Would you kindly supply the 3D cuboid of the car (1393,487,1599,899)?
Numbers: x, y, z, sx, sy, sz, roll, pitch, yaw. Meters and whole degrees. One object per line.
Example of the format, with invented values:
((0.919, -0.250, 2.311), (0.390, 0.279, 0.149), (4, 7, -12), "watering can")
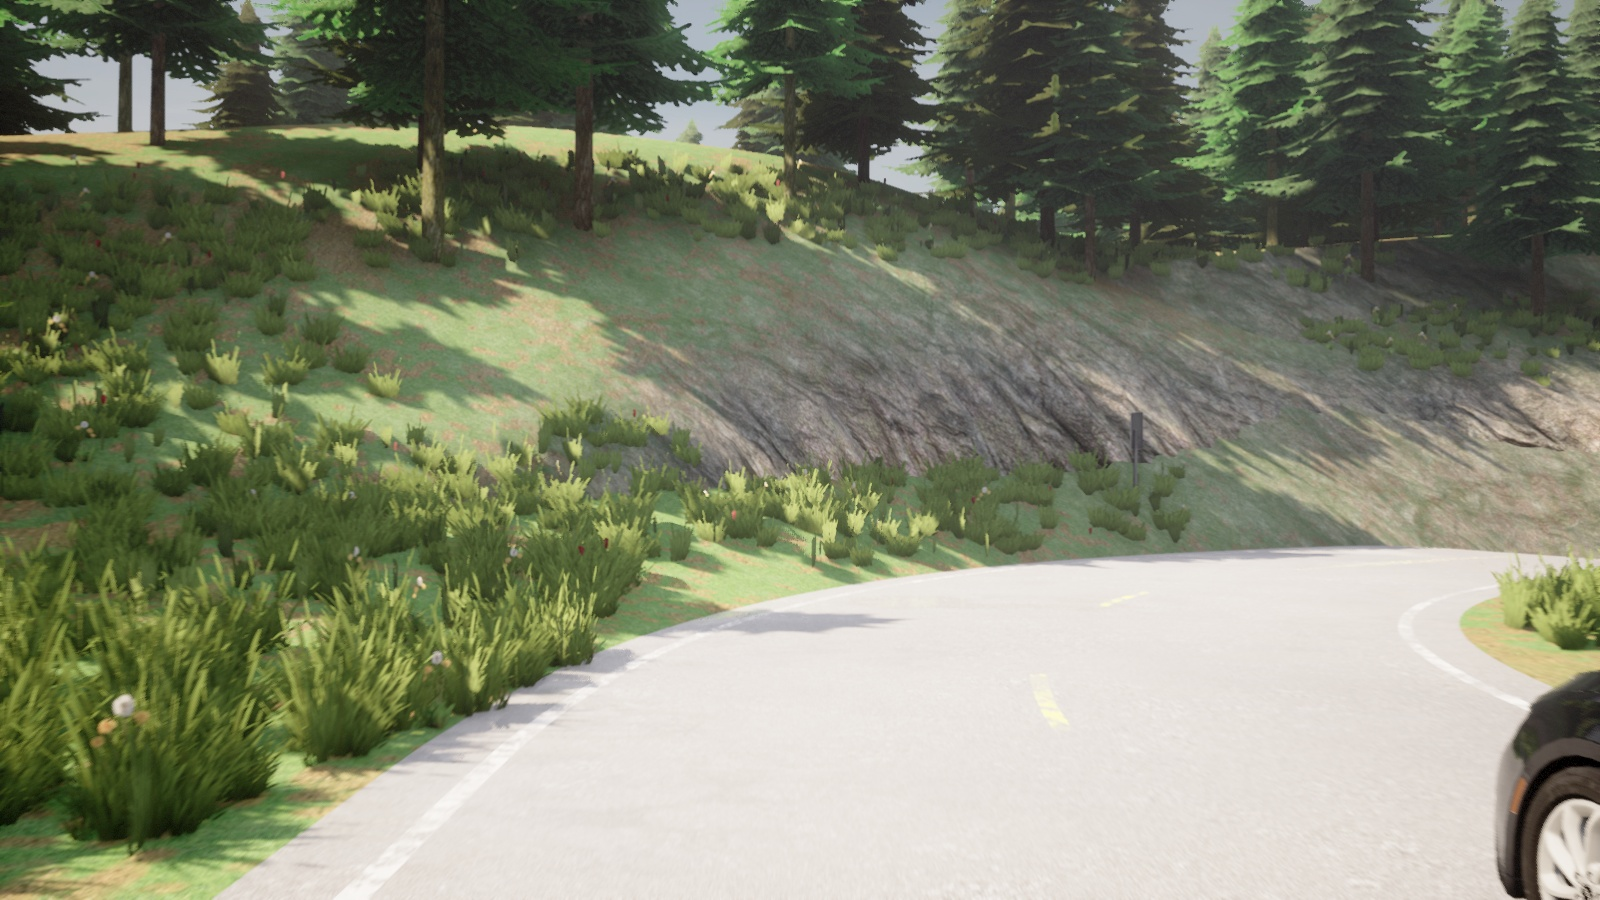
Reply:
((3.188, 0.846, 2.328), (1.837, 1.490, 4.892), (0, -1, 0), "car")
